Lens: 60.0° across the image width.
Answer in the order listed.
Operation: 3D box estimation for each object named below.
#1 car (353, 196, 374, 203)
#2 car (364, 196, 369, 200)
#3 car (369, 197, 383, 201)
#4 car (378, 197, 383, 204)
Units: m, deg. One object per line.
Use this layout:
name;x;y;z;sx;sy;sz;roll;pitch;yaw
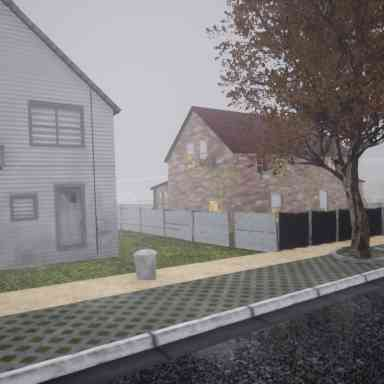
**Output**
car;38.553;1.608;74.934;2.128;1.511;4.902;-2;0;0
car;28.634;1.620;59.507;2.150;2.045;5.566;-2;0;1
car;31.920;1.790;60.561;2.128;1.511;4.902;-2;-1;1
car;38.469;1.656;64.920;1.994;1.385;4.181;-2;0;0
